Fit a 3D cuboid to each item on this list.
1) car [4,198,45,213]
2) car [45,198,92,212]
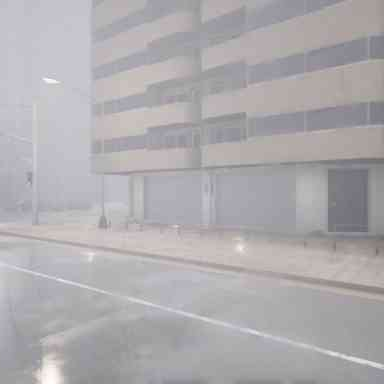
[{"bbox_3d":[-18.481,1.500,37.574,1.837,1.490,4.892,0,1,37],"label":"car"},{"bbox_3d":[-13.767,1.501,38.055,1.837,1.490,4.892,0,0,37],"label":"car"}]
